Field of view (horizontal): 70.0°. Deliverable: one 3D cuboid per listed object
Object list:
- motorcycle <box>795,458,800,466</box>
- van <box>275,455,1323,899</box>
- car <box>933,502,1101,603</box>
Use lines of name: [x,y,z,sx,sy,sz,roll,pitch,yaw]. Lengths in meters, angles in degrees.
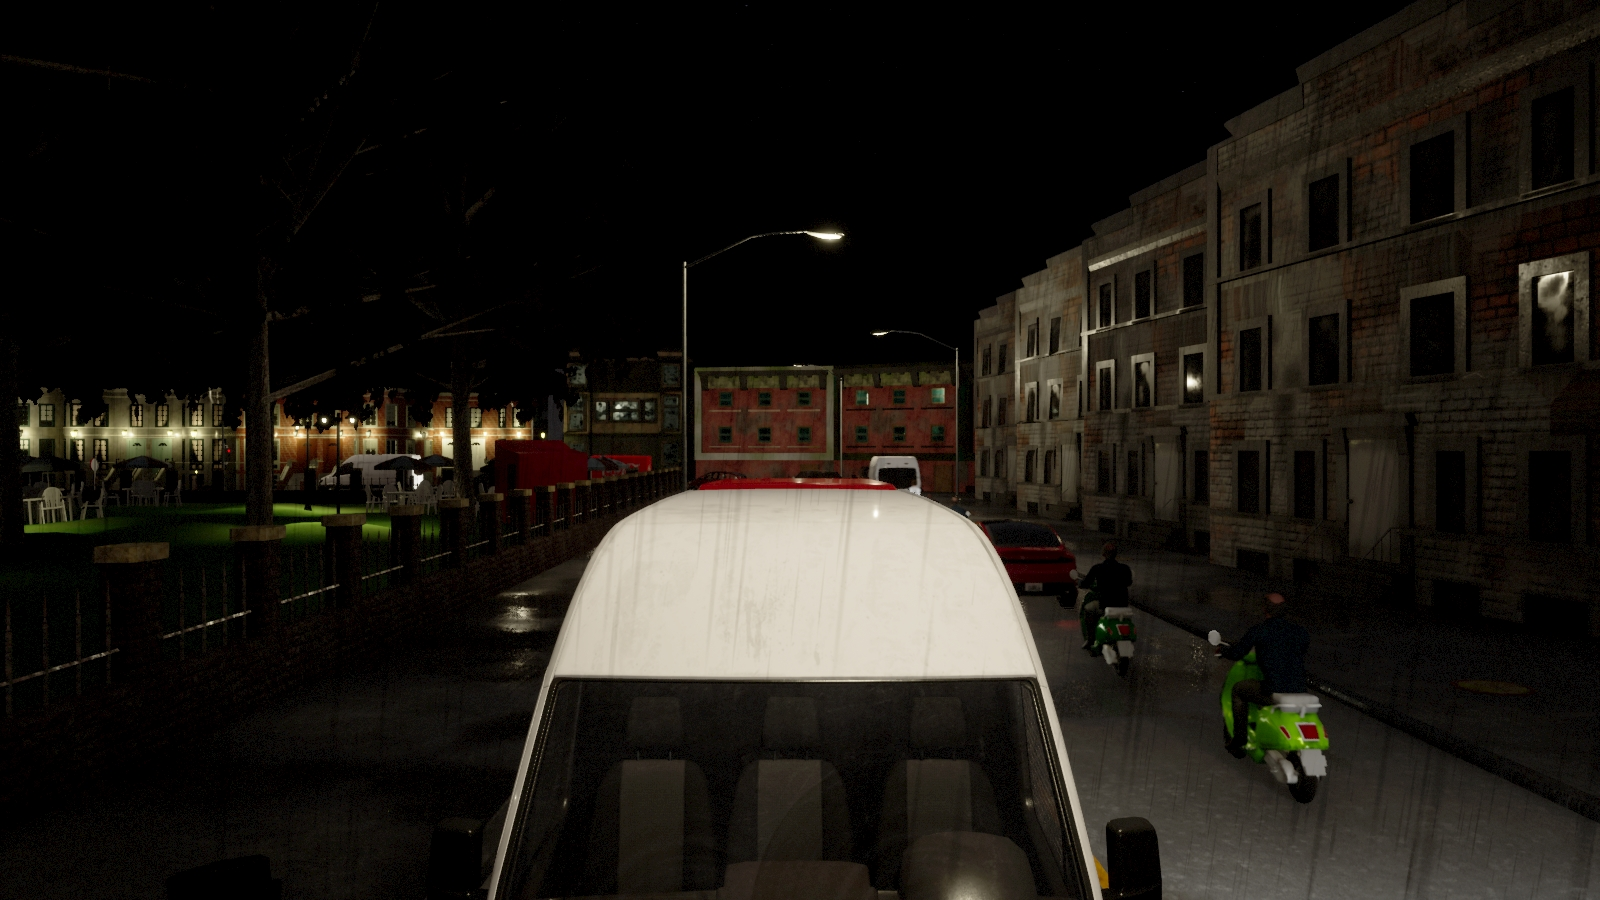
motorcycle: [-0.384,1.962,183.190,0.856,1.236,1.805,0,0,0]
van: [-0.006,1.314,5.127,1.988,2.561,5.915,0,0,0]
car: [3.938,1.841,21.659,2.231,1.480,4.892,0,0,0]
